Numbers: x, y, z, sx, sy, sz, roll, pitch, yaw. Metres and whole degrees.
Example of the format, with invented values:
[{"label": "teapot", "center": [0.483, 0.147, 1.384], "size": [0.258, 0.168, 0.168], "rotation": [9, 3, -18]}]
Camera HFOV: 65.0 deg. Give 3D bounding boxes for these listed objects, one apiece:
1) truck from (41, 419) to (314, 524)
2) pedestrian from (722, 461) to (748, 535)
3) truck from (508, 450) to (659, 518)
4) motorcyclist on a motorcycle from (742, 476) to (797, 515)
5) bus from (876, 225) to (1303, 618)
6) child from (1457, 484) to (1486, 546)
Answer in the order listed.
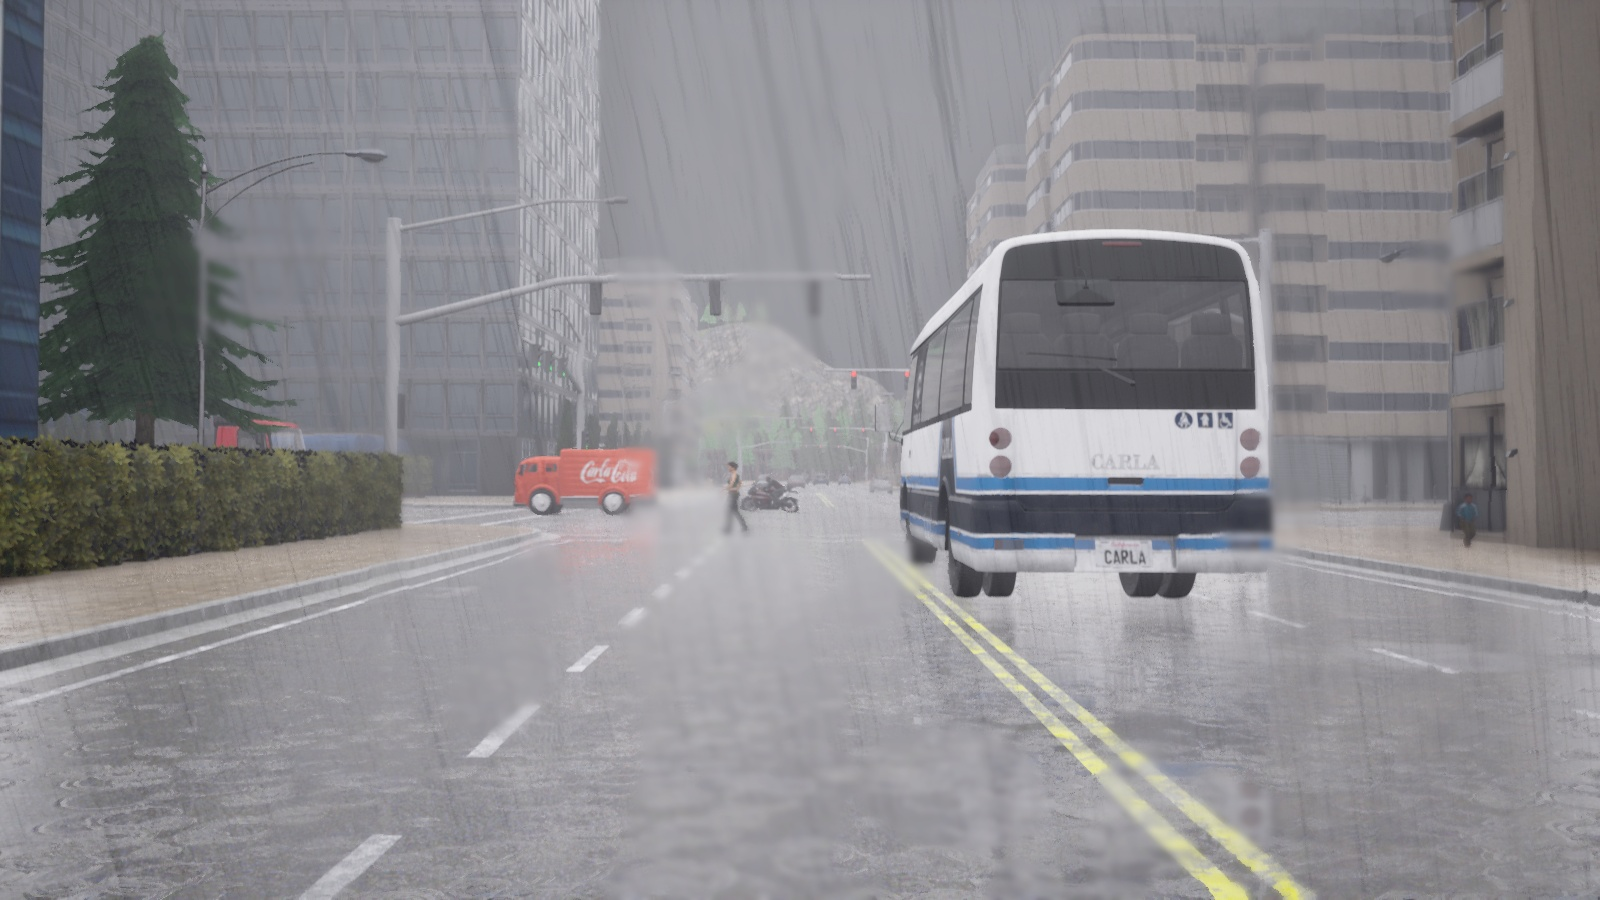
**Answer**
[{"label": "truck", "center": [-21.336, 0.749, 43.368], "size": [7.936, 3.462, 2.891], "rotation": [0, -1, -1]}, {"label": "pedestrian", "center": [-1.616, 1.188, 31.191], "size": [0.594, 1.836, 0.345], "rotation": [0, -1, 6]}, {"label": "truck", "center": [-8.035, 1.261, 47.026], "size": [5.204, 2.467, 2.627], "rotation": [0, -1, -1]}, {"label": "motorcyclist on a motorcycle", "center": [-1.214, 1.823, 50.603], "size": [2.191, 1.530, 0.866], "rotation": [0, -1, -1]}, {"label": "bus", "center": [3.446, -0.214, 18.759], "size": [3.944, 4.253, 10.273], "rotation": [0, -1, 0]}, {"label": "child", "center": [13.149, 1.273, 24.586], "size": [0.343, 1.192, 0.448], "rotation": [0, -1, 6]}]
